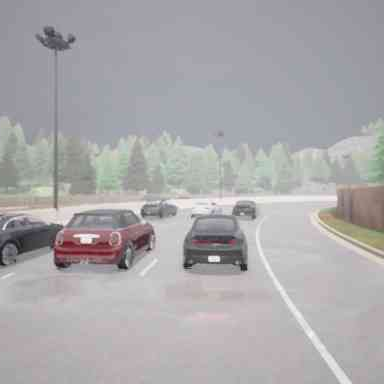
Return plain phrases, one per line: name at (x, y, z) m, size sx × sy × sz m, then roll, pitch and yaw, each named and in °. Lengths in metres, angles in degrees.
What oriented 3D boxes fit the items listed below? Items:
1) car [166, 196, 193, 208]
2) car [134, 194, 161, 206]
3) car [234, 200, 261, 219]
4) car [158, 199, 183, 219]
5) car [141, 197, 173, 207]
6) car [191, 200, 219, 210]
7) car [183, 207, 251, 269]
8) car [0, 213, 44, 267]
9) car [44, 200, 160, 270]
car at (-1.773, 1.402, 49.065) m, size 1.837 × 1.490 × 4.892 m, roll 0°, pitch 0°, yaw 29°
car at (-7.128, 1.238, 53.835) m, size 2.097 × 1.767 × 4.553 m, roll 0°, pitch 0°, yaw 30°
car at (4.642, 1.450, 28.224) m, size 1.837 × 1.490 × 4.892 m, roll 0°, pitch 0°, yaw 18°
car at (-2.679, 1.432, 28.203) m, size 2.128 × 1.511 × 4.902 m, roll 0°, pitch 0°, yaw 17°
car at (-5.189, 1.442, 50.214) m, size 2.033 × 1.411 × 5.357 m, roll 0°, pitch 0°, yaw 28°
car at (1.281, 1.467, 29.223) m, size 1.812 × 1.442 × 4.674 m, roll 0°, pitch 0°, yaw 17°
car at (0.837, 1.483, 11.063) m, size 1.837 × 1.490 × 4.892 m, roll 0°, pitch 0°, yaw 6°
car at (-6.158, 1.464, 11.373) m, size 2.128 × 1.511 × 4.902 m, roll 0°, pitch 0°, yaw 6°
car at (-2.656, 1.327, 11.135) m, size 2.097 × 1.767 × 4.553 m, roll 0°, pitch 0°, yaw 6°
